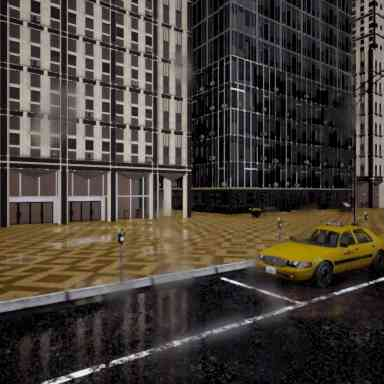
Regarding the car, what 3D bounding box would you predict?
[{"bbox_3d":[3.830,1.526,9.271,4.829,1.417,1.752,0,0,-35],"label":"car"}]
